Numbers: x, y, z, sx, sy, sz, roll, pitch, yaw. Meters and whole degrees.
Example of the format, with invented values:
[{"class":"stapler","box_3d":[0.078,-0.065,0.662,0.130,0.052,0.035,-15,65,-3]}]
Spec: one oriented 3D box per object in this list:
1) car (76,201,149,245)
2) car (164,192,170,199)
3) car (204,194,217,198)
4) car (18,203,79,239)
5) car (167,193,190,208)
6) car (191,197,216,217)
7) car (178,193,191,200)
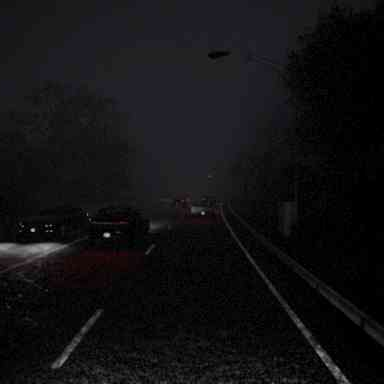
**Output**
[{"class":"car","box_3d":[-3.105,1.369,14.850,2.128,1.511,4.902,0,0,2]},{"class":"car","box_3d":[-5.039,0.892,74.544,1.837,1.490,4.892,0,0,7]},{"class":"car","box_3d":[2.489,1.125,46.992,1.837,1.490,4.892,0,0,6]},{"class":"car","box_3d":[-6.708,1.366,16.655,1.837,1.490,4.892,0,0,2]},{"class":"car","box_3d":[-1.569,1.193,41.101,1.812,1.442,4.674,0,0,5]},{"class":"car","box_3d":[1.011,1.371,28.418,1.895,1.301,4.718,0,0,3]},{"class":"car","box_3d":[-1.568,0.923,74.091,2.128,1.511,4.902,0,0,7]}]
